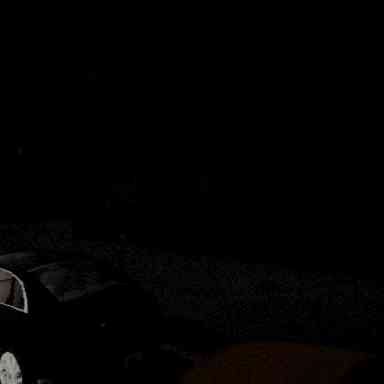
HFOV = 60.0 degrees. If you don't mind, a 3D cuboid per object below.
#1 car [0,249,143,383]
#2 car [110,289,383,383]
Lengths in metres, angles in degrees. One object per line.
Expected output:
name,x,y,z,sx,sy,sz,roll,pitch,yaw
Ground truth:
car,-2.398,1.518,4.792,4.403,1.369,2.008,1,0,36
car,1.898,1.530,1.724,4.829,1.417,1.752,1,0,36
